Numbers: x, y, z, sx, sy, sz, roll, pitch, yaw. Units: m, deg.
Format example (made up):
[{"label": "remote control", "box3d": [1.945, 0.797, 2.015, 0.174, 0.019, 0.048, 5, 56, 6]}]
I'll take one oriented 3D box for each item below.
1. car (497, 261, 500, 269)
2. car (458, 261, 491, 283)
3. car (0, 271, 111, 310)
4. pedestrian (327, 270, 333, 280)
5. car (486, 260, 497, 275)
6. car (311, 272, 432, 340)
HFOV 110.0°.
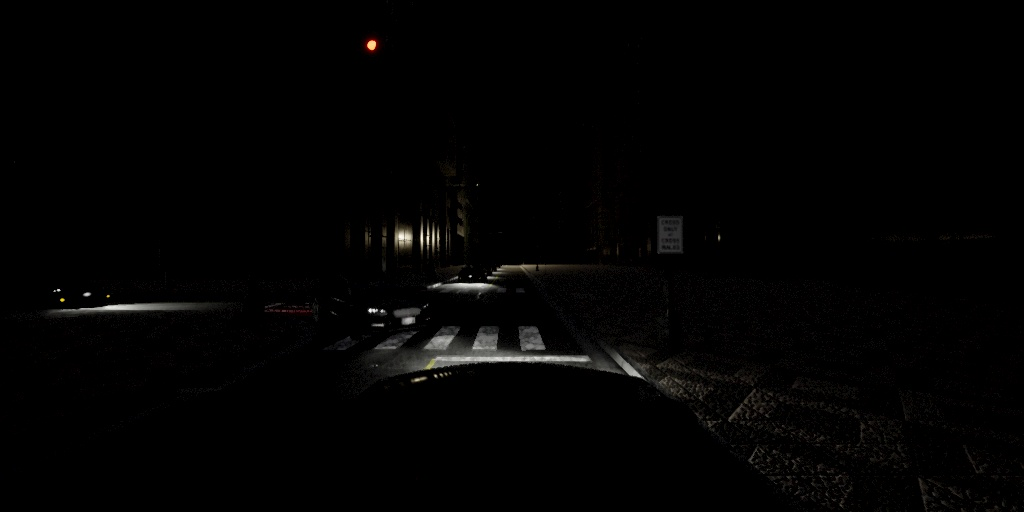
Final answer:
[{"label": "car", "box3d": [-2.994, 1.323, 48.070, 1.837, 1.490, 4.892, 0, 0, 0]}, {"label": "car", "box3d": [-3.036, 1.328, 28.430, 1.994, 1.385, 4.181, 0, 0, 1]}, {"label": "car", "box3d": [-17.847, 1.243, 13.400, 4.181, 1.385, 1.994, 0, -1, 0]}, {"label": "pedestrian", "box3d": [-9.971, 0.974, 19.611, 0.375, 1.860, 0.375, 0, -1, 0]}, {"label": "car", "box3d": [-3.025, 1.332, 37.751, 2.033, 1.411, 5.357, 0, 0, 0]}, {"label": "car", "box3d": [-4.126, 1.217, 10.149, 2.128, 1.511, 4.902, 1, 0, -45]}]
